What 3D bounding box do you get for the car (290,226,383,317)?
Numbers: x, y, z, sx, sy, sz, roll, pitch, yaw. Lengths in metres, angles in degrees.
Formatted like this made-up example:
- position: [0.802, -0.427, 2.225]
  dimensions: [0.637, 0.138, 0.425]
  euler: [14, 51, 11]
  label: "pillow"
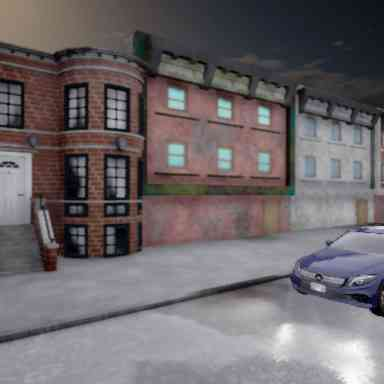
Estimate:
- position: [4.278, 1.550, 7.627]
  dimensions: [4.674, 1.442, 1.812]
  euler: [0, 0, -35]
  label: "car"
